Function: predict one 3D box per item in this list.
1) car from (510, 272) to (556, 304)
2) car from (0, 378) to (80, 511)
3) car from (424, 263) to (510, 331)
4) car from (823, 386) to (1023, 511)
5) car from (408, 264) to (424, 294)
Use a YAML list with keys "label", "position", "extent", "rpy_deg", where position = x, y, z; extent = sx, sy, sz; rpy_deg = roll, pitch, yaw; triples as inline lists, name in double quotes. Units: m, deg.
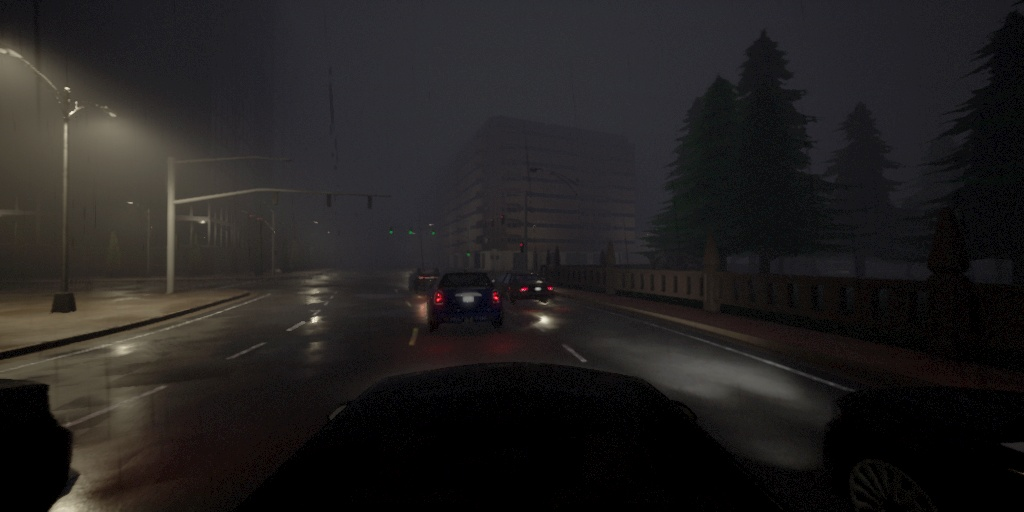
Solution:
- label: "car"
  position: [0.276, 1.481, 17.621]
  extent: [2.033, 1.411, 5.357]
  rpy_deg: [0, -1, -19]
- label: "car"
  position: [-3.807, 1.229, 0.237]
  extent: [2.128, 1.511, 4.902]
  rpy_deg: [0, -1, 0]
- label: "car"
  position: [-1.710, 1.222, 11.850]
  extent: [2.097, 1.767, 4.553]
  rpy_deg: [0, -1, -14]
- label: "car"
  position: [3.288, 1.225, 0.791]
  extent: [2.128, 1.511, 4.902]
  rpy_deg: [0, -1, 2]
- label: "car"
  position: [-5.484, 1.495, 22.920]
  extent: [2.128, 1.511, 4.902]
  rpy_deg: [0, -1, -21]
